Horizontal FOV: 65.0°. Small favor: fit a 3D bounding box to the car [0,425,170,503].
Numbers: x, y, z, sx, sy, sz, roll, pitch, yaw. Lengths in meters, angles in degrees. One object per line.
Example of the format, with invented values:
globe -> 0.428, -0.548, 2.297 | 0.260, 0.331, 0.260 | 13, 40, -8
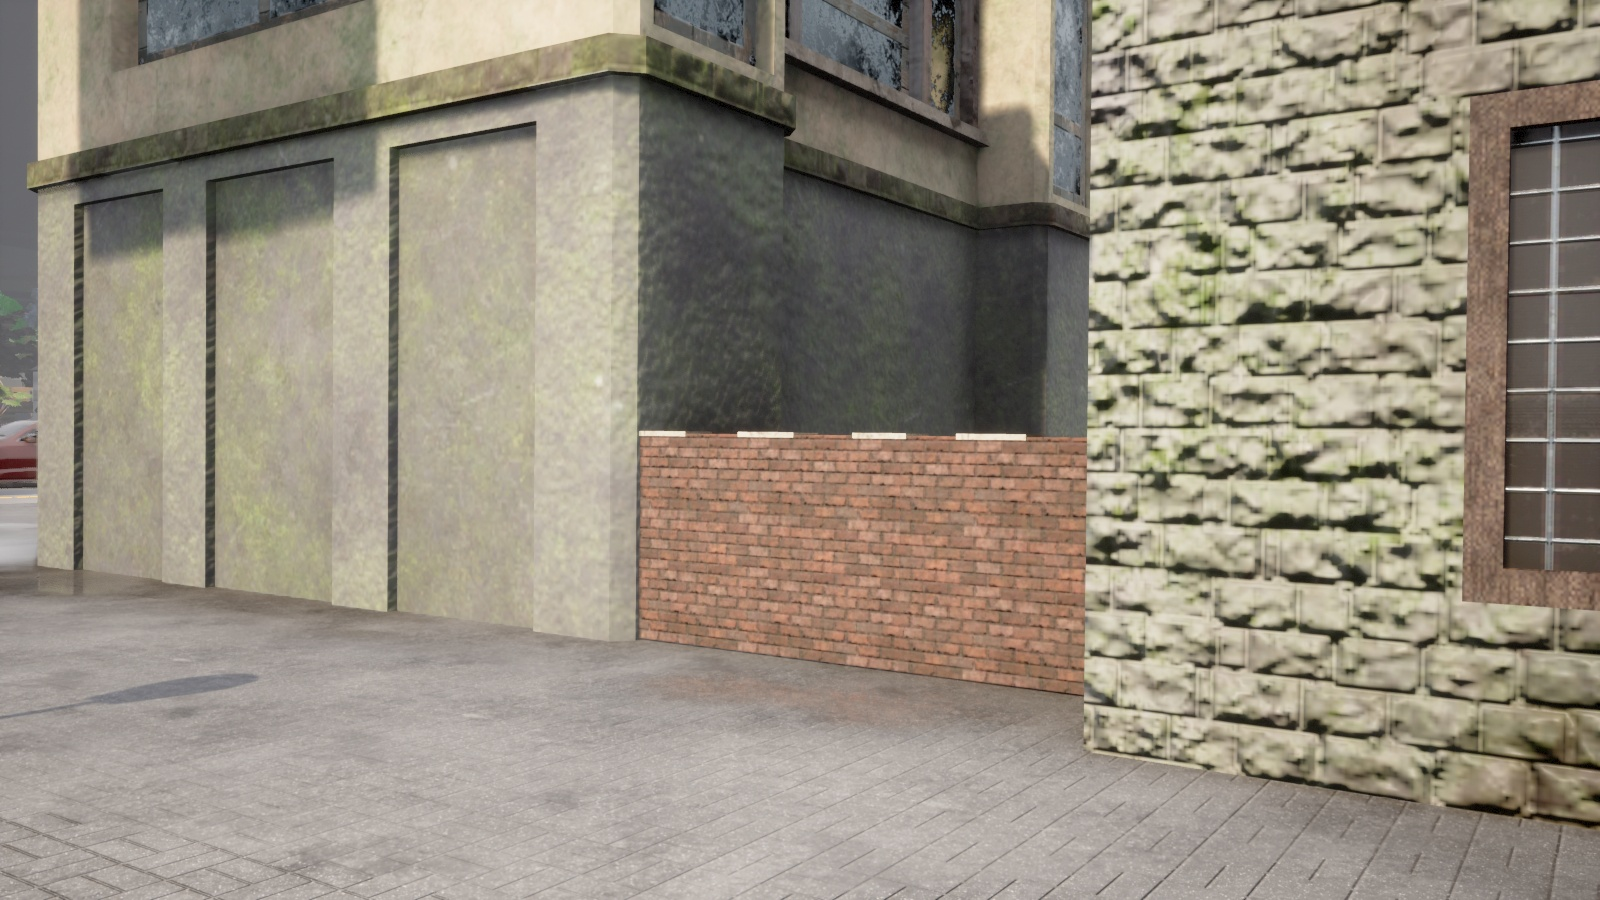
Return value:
car -> -17.139, 0.282, 28.061 | 2.152, 1.651, 5.027 | 0, 1, 34
